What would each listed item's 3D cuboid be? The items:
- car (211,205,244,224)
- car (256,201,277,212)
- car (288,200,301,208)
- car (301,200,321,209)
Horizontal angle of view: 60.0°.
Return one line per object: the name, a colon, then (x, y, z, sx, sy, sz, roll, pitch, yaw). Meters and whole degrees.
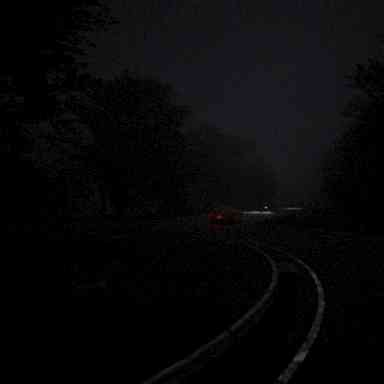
car: (3.111, 1.871, 29.043, 1.882, 1.535, 5.008, -2, -1, 21)
car: (10.972, 2.099, 48.733, 1.837, 1.490, 4.892, -1, -1, 32)
car: (19.568, 2.250, 62.501, 2.033, 1.411, 5.357, -1, -1, 32)
car: (21.369, 2.177, 58.665, 2.033, 1.411, 5.357, -1, -1, 32)
